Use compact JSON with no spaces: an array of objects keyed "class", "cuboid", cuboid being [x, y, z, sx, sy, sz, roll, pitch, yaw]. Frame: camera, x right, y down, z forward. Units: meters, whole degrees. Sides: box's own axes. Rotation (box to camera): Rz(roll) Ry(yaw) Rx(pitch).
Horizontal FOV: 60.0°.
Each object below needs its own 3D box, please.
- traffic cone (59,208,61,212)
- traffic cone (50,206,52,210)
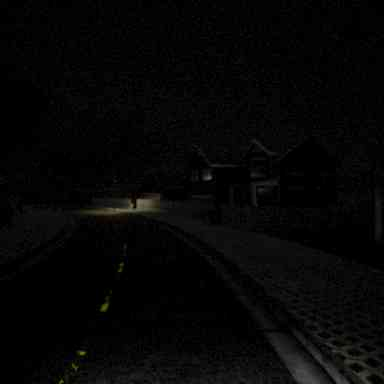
[{"class":"traffic cone","cuboid":[-16.328,2.180,41.095,0.340,0.580,0.340,0,0,-33]},{"class":"traffic cone","cuboid":[-19.082,2.202,45.083,0.340,0.580,0.340,0,0,-36]}]
